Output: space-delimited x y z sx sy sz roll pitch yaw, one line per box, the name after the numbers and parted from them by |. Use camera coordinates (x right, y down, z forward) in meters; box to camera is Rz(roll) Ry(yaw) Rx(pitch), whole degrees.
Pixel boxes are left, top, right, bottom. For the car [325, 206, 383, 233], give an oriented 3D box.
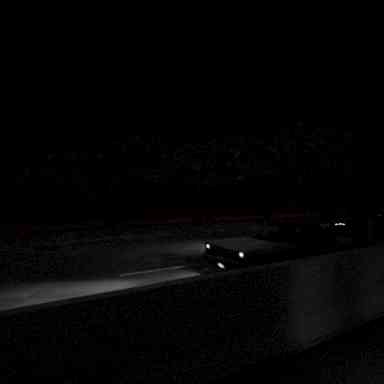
8.433 1.480 16.835 4.902 1.511 2.128 0 0 -26 | car

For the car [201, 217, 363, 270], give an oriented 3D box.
2.654 1.592 9.714 4.718 1.301 1.895 0 0 -31 | car
